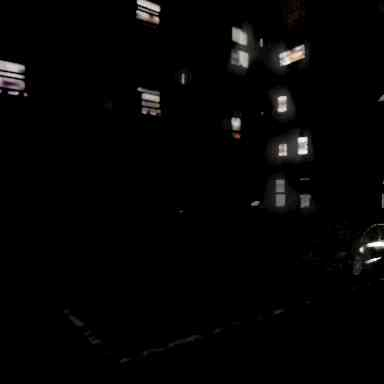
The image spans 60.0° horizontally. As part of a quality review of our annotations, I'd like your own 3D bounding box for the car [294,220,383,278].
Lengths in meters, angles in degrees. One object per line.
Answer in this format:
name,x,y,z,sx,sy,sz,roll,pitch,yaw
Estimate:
car,4.902,1.562,10.068,4.403,1.369,2.008,0,-1,-36
